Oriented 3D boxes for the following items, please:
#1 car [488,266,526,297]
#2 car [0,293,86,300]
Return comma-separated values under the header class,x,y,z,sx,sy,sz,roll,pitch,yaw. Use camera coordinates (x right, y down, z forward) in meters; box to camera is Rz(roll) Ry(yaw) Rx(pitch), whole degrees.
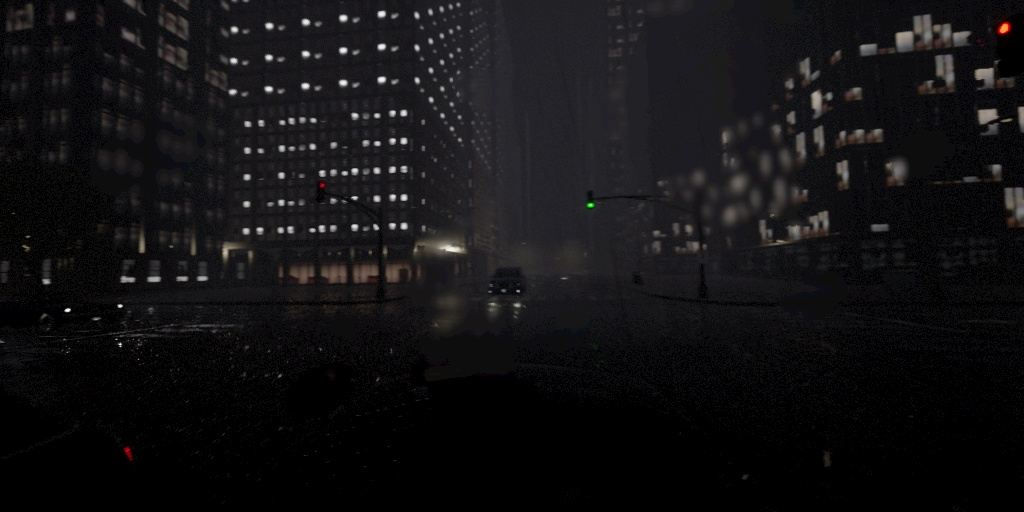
class,x,y,z,sx,sy,sz,roll,pitch,yaw
car,-0.224,1.817,25.509,2.150,2.045,5.566,-1,0,7
car,-17.177,2.014,13.316,4.718,1.301,1.895,-1,-3,9
